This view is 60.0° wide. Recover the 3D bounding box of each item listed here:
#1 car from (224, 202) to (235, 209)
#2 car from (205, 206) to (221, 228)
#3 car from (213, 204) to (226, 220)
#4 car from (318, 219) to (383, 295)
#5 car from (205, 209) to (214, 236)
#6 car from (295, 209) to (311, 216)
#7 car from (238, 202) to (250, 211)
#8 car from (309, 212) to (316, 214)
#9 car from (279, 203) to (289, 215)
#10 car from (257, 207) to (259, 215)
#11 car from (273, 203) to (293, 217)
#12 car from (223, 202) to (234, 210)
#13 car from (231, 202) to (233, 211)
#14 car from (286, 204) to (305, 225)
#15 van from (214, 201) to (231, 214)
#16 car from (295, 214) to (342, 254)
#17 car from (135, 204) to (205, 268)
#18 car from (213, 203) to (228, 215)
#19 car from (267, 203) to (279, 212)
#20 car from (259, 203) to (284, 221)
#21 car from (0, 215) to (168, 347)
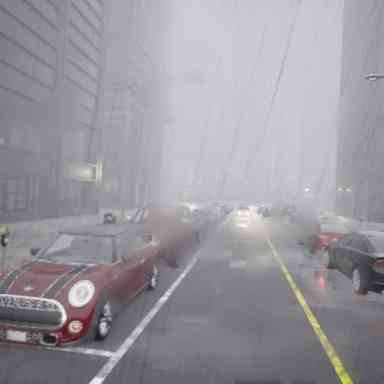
[{"bbox_3d":[7.733,2.729,67.589,2.008,1.369,4.403,3,-1,9],"label":"car"},{"bbox_3d":[0.669,1.857,23.061,1.947,1.339,4.313,3,-1,9],"label":"car"},{"bbox_3d":[1.553,1.950,28.627,2.008,1.369,4.403,3,-1,9],"label":"car"},{"bbox_3d":[5.279,1.857,9.602,1.882,1.535,5.008,3,-1,9],"label":"car"},{"bbox_3d":[-0.214,1.749,17.496,1.947,1.339,4.313,3,-1,9],"label":"car"},{"bbox_3d":[9.961,2.399,27.291,1.802,1.307,4.206,3,-1,9],"label":"car"},{"bbox_3d":[9.443,2.688,60.722,1.837,1.490,4.892,3,-1,9],"label":"car"},{"bbox_3d":[9.078,2.291,21.725,1.802,1.307,4.206,3,-1,9],"label":"car"},{"bbox_3d":[12.621,2.462,43.989,2.192,1.841,5.009,3,-1,9],"label":"car"},{"bbox_3d":[10.513,2.654,48.352,1.994,1.385,4.181,3,-1,9],"label":"car"},{"bbox_3d":[13.504,2.573,49.555,2.192,1.841,5.009,3,-1,9],"label":"car"},{"bbox_3d":[6.849,2.631,62.023,1.947,1.339,4.313,3,-1,9],"label":"car"},{"bbox_3d":[4.176,2.250,45.158,1.752,1.417,4.829,3,-1,9],"label":"car"},{"bbox_3d":[10.850,2.367,32.858,1.967,1.590,4.097,3,-1,9],"label":"car"},{"bbox_3d":[3.329,1.959,39.762,1.690,1.788,3.998,3,-1,9],"label":"van"},{"bbox_3d":[6.216,2.019,15.526,1.812,1.442,4.674,3,-1,9],"label":"car"},{"bbox_3d":[-1.085,1.392,11.933,2.192,1.841,5.009,3,-1,9],"label":"car"},{"bbox_3d":[2.434,2.090,34.194,1.802,1.307,4.206,3,-1,9],"label":"car"},{"bbox_3d":[16.146,3.037,66.250,1.967,1.590,4.097,3,-1,9],"label":"car"},{"bbox_3d":[8.796,2.376,37.232,1.837,1.490,4.892,3,-1,10],"label":"car"},{"bbox_3d":[-1.974,1.409,6.365,1.967,1.590,4.097,3,-1,9],"label":"car"}]
